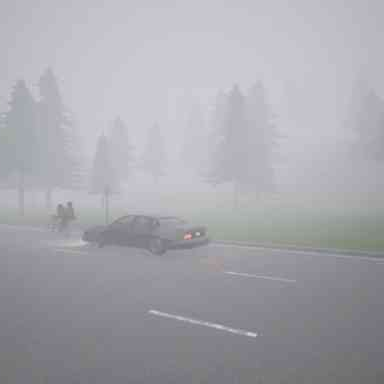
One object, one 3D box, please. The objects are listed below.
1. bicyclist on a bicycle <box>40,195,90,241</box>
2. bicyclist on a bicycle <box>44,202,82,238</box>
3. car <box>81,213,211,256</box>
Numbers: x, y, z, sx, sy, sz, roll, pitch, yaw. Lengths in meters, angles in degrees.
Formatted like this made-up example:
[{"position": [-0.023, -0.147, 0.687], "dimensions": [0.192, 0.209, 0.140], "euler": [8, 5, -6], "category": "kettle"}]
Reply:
[{"position": [-6.251, 1.280, 16.419], "dimensions": [1.656, 1.620, 0.582], "euler": [32, -13, -17], "category": "bicyclist on a bicycle"}, {"position": [-6.139, 1.403, 15.904], "dimensions": [1.656, 1.620, 0.582], "euler": [0, 2, -21], "category": "bicyclist on a bicycle"}, {"position": [-1.911, 1.543, 13.113], "dimensions": [5.357, 1.411, 2.033], "euler": [0, 0, 32], "category": "car"}]
